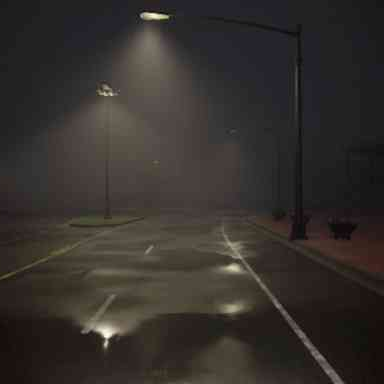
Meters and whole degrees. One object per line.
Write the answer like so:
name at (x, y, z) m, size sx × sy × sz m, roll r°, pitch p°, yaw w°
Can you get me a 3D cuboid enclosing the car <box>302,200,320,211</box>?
car at (17.254, 1.944, 49.095) m, size 4.902 × 1.511 × 2.128 m, roll 0°, pitch -1°, yaw -39°
